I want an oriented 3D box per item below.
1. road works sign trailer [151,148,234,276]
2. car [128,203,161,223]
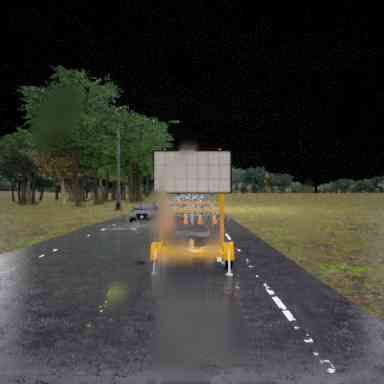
[{"bbox_3d":[0.011,0.445,10.301,2.380,3.560,2.880,0,0,0],"label":"road works sign trailer"},{"bbox_3d":[-3.426,1.500,24.741,1.994,1.385,4.181,0,0,0],"label":"car"}]
